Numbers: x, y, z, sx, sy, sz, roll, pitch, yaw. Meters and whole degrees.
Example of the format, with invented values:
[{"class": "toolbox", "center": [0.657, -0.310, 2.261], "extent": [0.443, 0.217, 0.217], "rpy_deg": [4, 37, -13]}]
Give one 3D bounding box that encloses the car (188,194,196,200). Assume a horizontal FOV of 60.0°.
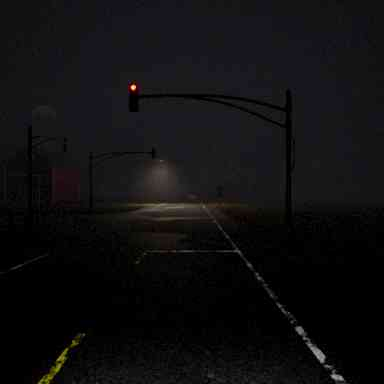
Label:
[{"class": "car", "center": [0.067, 1.242, 86.583], "extent": [2.097, 1.767, 4.553], "rpy_deg": [0, 0, 0]}]
